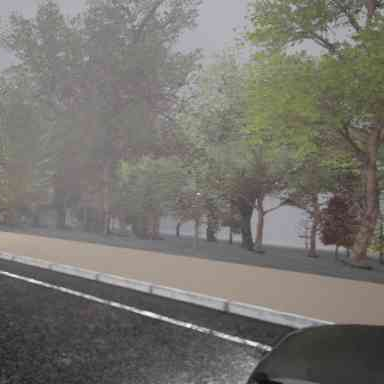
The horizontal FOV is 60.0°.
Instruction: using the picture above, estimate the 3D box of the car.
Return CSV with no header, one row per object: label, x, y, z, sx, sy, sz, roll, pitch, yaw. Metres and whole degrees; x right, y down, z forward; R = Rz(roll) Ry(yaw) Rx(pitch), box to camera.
car,2.343,1.564,2.013,4.181,1.385,1.994,0,0,36
